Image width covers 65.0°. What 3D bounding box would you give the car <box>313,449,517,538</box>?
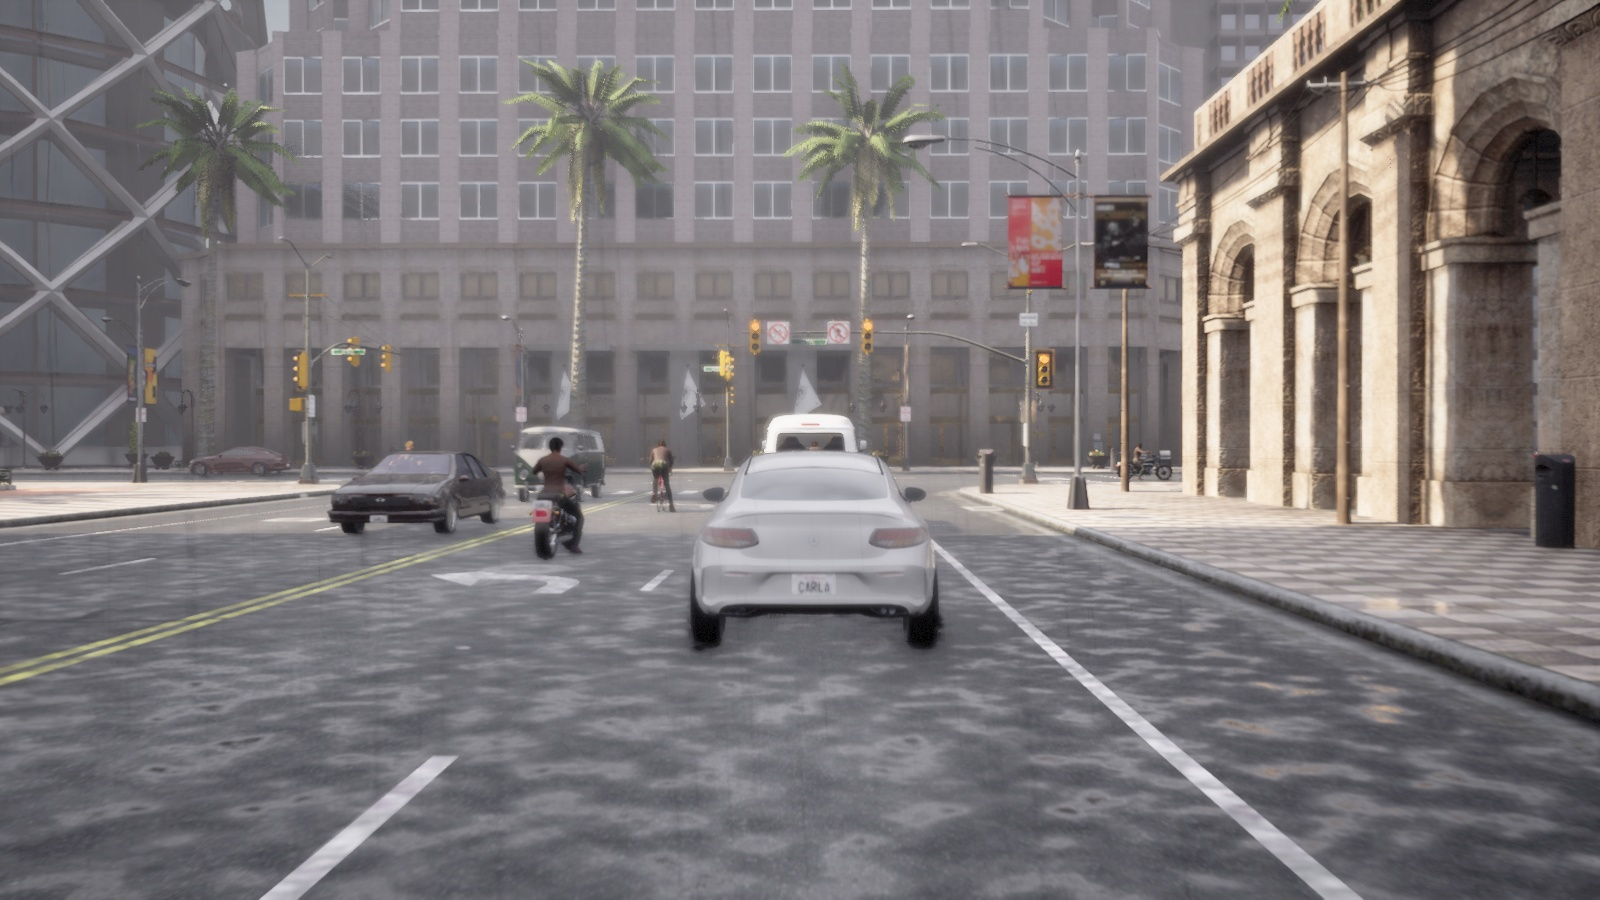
[{"bbox_3d":[-6.767,0.700,22.783,2.033,1.411,5.357,0,0,0],"label":"car"}]

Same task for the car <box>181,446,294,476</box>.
[{"bbox_3d":[-27.142,0.513,60.701,4.674,1.442,1.812,0,0,1],"label":"car"}]

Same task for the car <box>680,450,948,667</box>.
[{"bbox_3d":[0.123,0.730,10.808,1.812,1.442,4.674,0,0,1],"label":"car"}]

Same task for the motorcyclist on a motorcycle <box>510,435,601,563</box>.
[{"bbox_3d":[-3.333,0.626,17.350,0.766,1.649,2.350,0,0,1],"label":"motorcyclist on a motorcycle"}]

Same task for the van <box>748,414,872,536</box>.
[{"bbox_3d":[0.242,0.383,23.196,2.069,2.038,4.480,0,1,2],"label":"van"}]

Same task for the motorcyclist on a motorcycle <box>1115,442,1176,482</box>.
[{"bbox_3d":[14.535,0.502,52.906,2.350,1.649,0.766,0,0,1],"label":"motorcyclist on a motorcycle"}]

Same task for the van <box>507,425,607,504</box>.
[{"bbox_3d":[-6.490,0.366,34.015,1.775,1.987,4.442,0,0,1],"label":"van"}]

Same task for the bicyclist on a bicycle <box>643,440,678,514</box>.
[{"bbox_3d":[-3.128,0.587,28.283,0.582,1.620,1.656,0,0,1],"label":"bicyclist on a bicycle"}]
